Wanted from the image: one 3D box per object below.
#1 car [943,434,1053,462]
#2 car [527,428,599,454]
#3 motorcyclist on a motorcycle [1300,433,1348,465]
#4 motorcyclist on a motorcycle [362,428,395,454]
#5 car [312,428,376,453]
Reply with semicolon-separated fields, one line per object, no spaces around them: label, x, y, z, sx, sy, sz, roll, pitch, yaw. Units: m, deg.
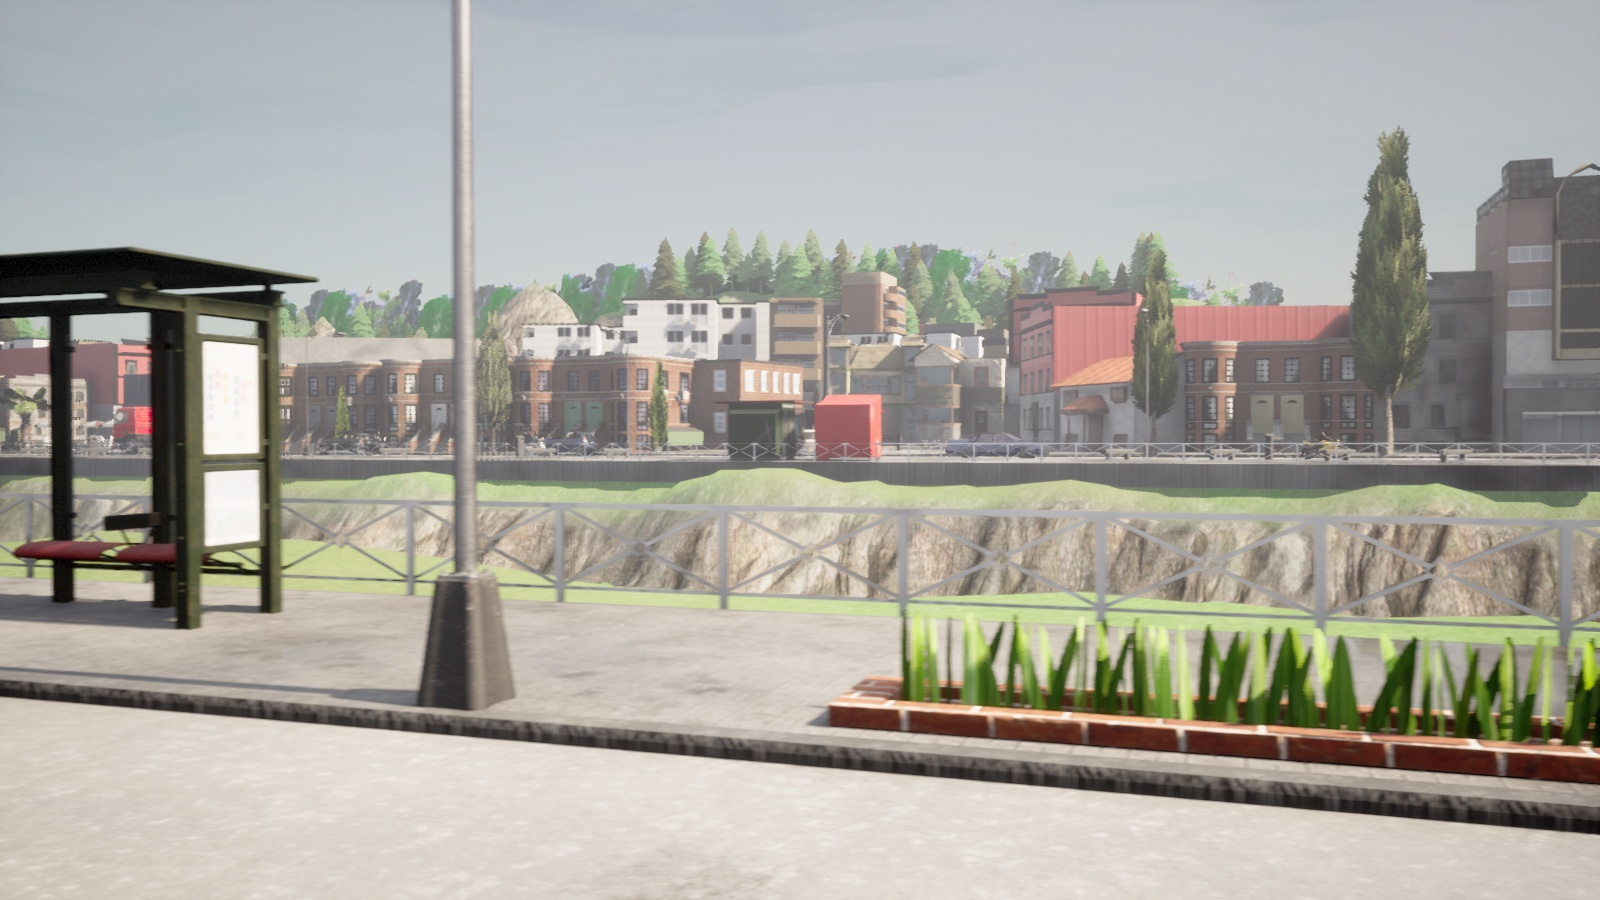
car;10.306;-0.134;65.355;5.357;1.411;2.033;1;1;19
car;-14.738;-0.580;77.989;3.988;1.617;1.851;1;1;19
motorcyclist on a motorcycle;25.172;-0.063;60.357;2.044;1.523;0.797;1;1;19
motorcyclist on a motorcycle;-26.035;-0.560;77.568;1.817;1.590;0.866;1;1;19
car;-30.207;-0.641;83.189;3.705;1.549;1.789;1;1;19
